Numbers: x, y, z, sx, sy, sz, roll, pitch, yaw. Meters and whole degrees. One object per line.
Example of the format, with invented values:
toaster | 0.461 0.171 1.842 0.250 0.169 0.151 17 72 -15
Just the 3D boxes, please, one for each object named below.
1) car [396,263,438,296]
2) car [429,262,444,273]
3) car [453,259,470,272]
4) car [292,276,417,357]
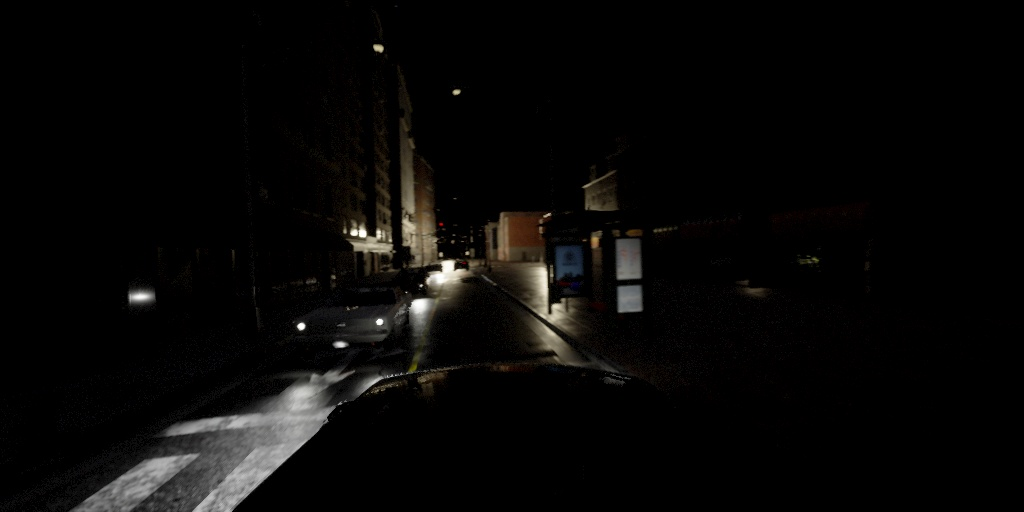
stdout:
car | -5.435 1.325 19.702 2.033 1.411 5.357 -2 1 -8
car | -8.889 1.313 41.366 1.895 1.301 4.718 -2 0 -9
car | -6.307 1.099 45.018 2.128 1.511 4.902 -2 0 -4
car | -3.707 1.412 9.144 1.895 1.301 4.718 -2 0 -10
